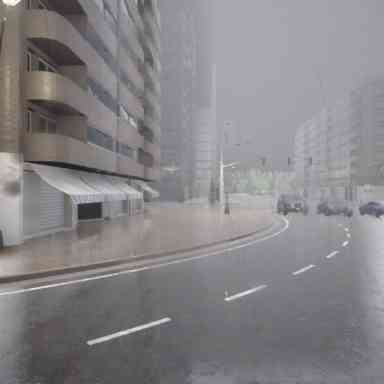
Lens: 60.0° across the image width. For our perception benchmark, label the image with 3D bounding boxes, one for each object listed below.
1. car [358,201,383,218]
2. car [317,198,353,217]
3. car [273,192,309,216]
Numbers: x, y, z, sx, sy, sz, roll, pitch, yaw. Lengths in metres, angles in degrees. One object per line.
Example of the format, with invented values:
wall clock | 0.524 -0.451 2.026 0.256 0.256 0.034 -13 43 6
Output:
car | 16.888 1.531 30.186 1.812 1.442 4.674 0 0 4
car | 13.189 1.356 30.954 2.097 1.767 4.553 0 0 6
car | 9.902 1.231 33.063 2.150 2.045 5.566 0 0 5
